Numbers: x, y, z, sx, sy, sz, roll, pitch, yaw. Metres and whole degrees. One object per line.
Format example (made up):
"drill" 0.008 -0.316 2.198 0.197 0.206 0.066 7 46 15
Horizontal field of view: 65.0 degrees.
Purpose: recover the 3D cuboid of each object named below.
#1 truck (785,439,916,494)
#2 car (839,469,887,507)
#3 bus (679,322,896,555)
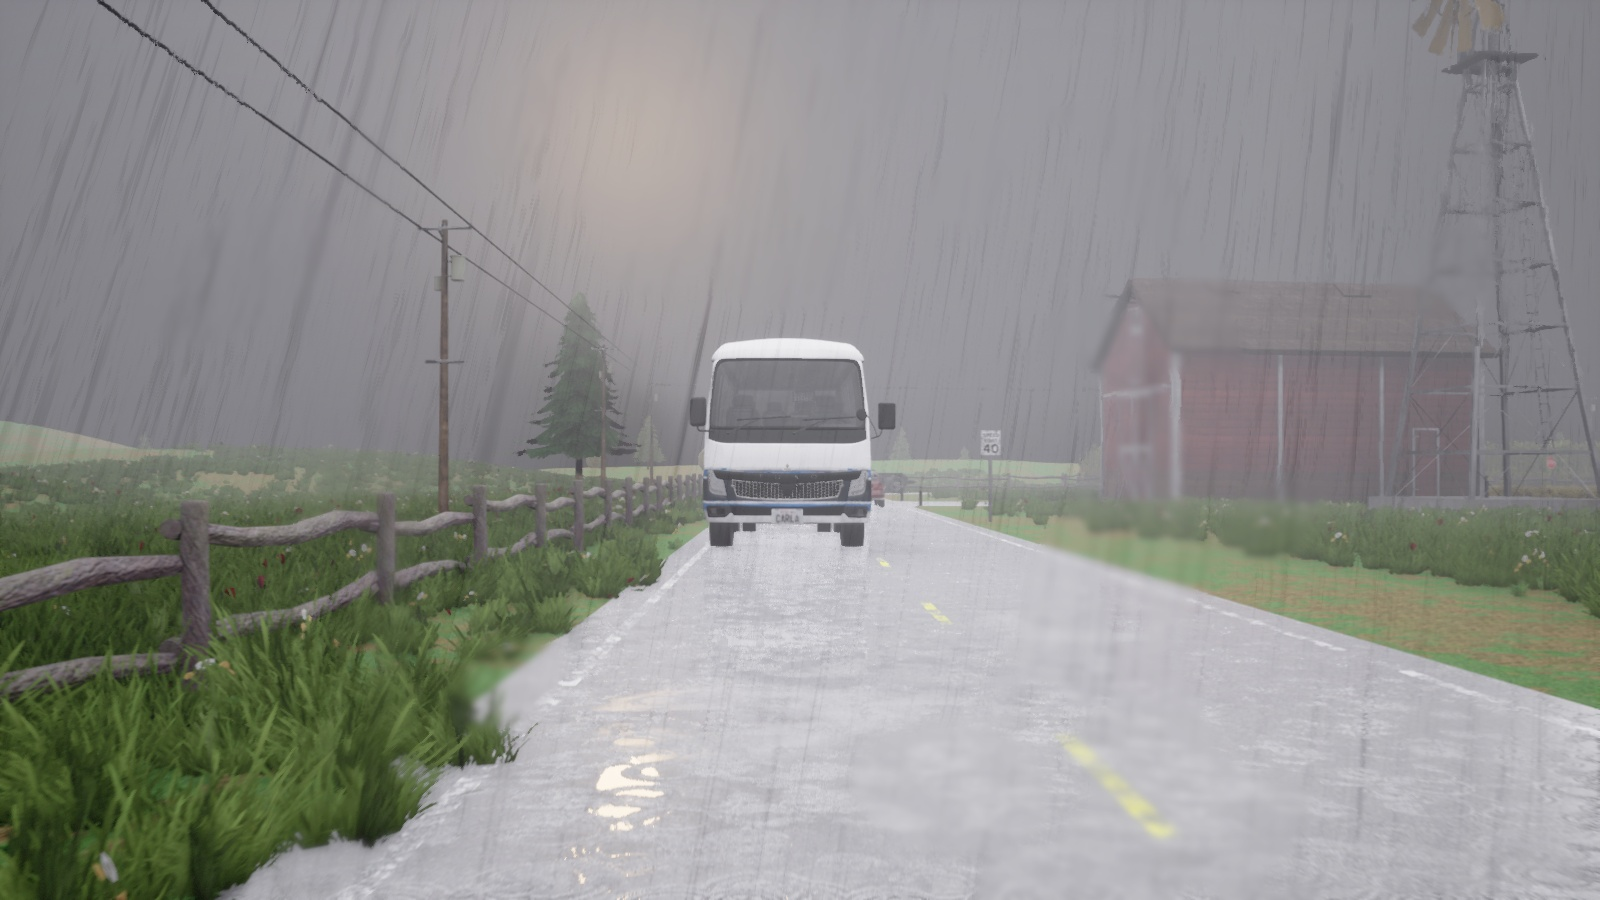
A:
"truck" 3.273 1.047 81.405 7.936 3.462 2.891 0 -1 -19
"car" 2.625 1.582 53.045 1.789 1.549 3.705 0 -1 -1
"bus" -0.288 -0.138 28.119 3.944 4.253 10.273 0 -1 -1
